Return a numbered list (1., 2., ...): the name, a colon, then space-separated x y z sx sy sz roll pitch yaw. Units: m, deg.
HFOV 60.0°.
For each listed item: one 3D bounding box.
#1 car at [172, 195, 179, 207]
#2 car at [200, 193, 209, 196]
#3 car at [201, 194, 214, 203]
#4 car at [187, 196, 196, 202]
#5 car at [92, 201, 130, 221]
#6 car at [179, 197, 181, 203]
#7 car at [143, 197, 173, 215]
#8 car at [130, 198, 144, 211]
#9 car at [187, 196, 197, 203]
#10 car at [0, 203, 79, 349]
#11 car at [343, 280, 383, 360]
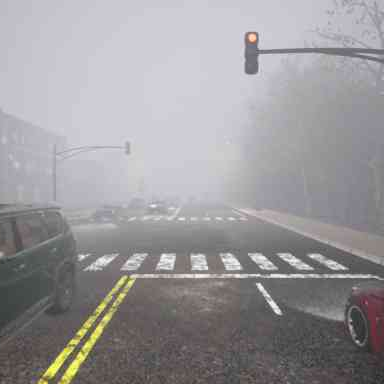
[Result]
1. car: -3.437 1.475 49.329 2.128 1.511 4.902 0 0 0
2. car: 3.113 1.194 76.267 2.150 2.045 5.566 0 0 0
3. car: 3.226 1.576 66.084 1.895 1.301 4.718 0 0 0
4. car: -0.140 1.564 77.243 1.895 1.301 4.718 0 0 0
5. car: -6.650 1.594 27.158 1.895 1.301 4.718 0 0 0
6. car: -3.384 1.452 68.258 1.882 1.535 5.008 0 0 0
7. car: -3.414 1.537 34.425 2.033 1.411 5.357 0 0 0
8. car: -6.676 1.464 41.120 1.882 1.535 5.008 0 0 0
9. car: -0.021 1.452 66.960 1.882 1.535 5.008 0 0 0
10. car: -3.358 1.221 4.575 2.150 2.045 5.566 0 0 0
11. car: 3.346 1.563 3.502 1.994 1.385 4.181 0 0 0
